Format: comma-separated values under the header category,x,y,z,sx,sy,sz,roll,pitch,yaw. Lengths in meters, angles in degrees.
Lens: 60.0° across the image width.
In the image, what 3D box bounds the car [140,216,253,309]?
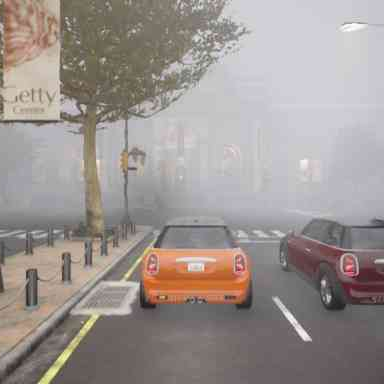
category,x,y,z,sx,sy,sz,roll,pitch,yaw
car,0.086,1.351,8.030,2.097,1.767,4.553,0,0,0

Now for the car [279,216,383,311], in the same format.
category,x,y,z,sx,sy,sz,roll,pitch,yaw
car,3.585,1.351,7.933,2.097,1.767,4.553,0,0,0
